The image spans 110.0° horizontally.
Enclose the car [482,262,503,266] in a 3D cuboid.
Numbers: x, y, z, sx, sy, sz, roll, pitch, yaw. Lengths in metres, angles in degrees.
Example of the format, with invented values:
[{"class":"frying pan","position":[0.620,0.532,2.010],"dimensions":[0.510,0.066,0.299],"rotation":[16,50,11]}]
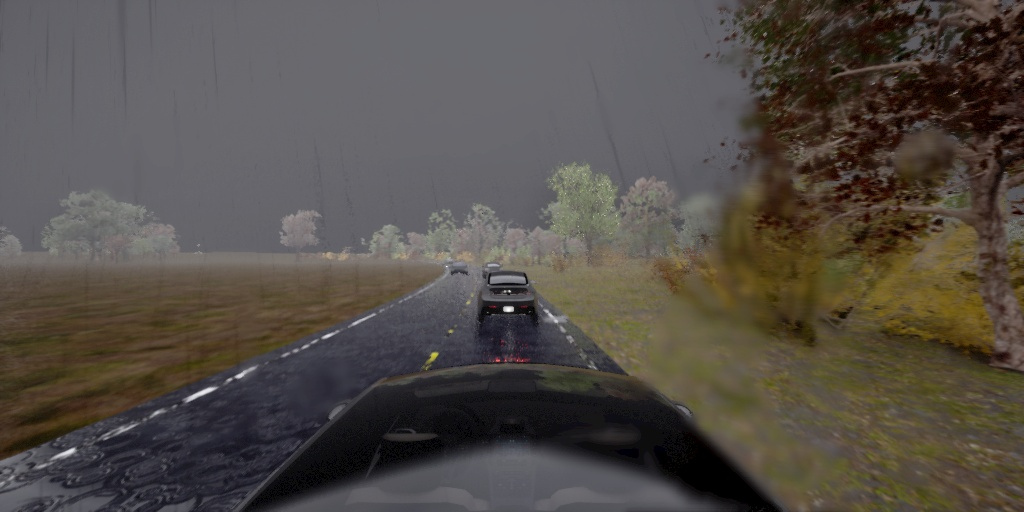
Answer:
[{"class":"car","position":[-1.779,1.274,33.224],"dimensions":[1.812,1.442,4.674],"rotation":[0,0,-6]}]

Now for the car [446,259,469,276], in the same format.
[{"class":"car","position":[-5.559,1.300,38.023],"dimensions":[2.033,1.411,5.357],"rotation":[0,0,-7]}]

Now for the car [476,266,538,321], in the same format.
[{"class":"car","position":[-0.190,1.255,12.555],"dimensions":[1.837,1.490,4.892],"rotation":[0,0,-2]}]
